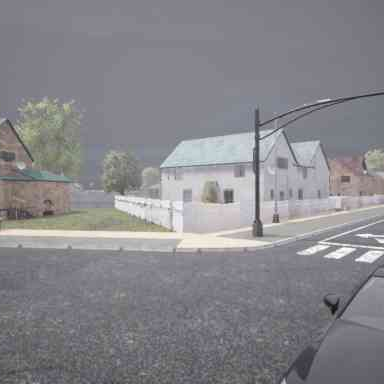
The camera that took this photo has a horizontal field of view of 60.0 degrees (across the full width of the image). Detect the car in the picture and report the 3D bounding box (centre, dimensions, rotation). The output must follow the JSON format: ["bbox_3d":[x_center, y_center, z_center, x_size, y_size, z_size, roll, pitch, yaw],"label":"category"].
[{"bbox_3d":[2.561,1.524,3.463,1.812,1.442,4.674,0,0,42],"label":"car"}]
